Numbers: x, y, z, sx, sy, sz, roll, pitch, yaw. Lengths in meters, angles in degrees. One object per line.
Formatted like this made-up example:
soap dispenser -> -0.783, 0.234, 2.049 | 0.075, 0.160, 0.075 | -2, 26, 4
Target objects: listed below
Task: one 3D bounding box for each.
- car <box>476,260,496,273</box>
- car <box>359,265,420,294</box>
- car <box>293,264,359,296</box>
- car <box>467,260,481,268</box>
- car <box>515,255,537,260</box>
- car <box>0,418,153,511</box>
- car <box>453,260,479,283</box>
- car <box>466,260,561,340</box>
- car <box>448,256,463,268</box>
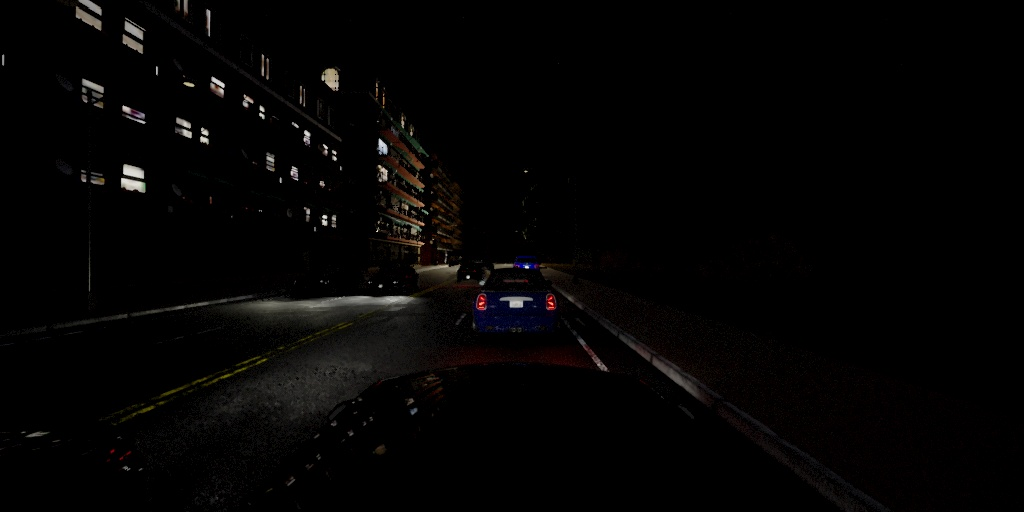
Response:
car -> -3.134, 1.243, 44.333 | 2.128, 1.511, 4.902 | 0, 0, 0
car -> -6.593, 1.257, 20.373 | 1.837, 1.490, 4.892 | 0, 0, 0
car -> -9.842, 1.230, 19.639 | 1.882, 1.535, 5.008 | 0, 0, 0
car -> -6.536, 1.352, 62.681 | 1.895, 1.301, 4.718 | 0, 0, 0
car -> 1.151, 0.978, 30.130 | 2.150, 2.045, 5.566 | 0, 0, 0
car -> -3.153, 1.241, 0.182 | 2.128, 1.511, 4.902 | 0, 0, 0
car -> -3.138, 1.258, 28.120 | 1.837, 1.490, 4.892 | 0, 0, 0
car -> 0.103, 1.103, 10.177 | 2.097, 1.767, 4.553 | 0, 0, 0
car -> -9.782, 0.972, 62.917 | 2.150, 2.045, 5.566 | 0, 0, 0
